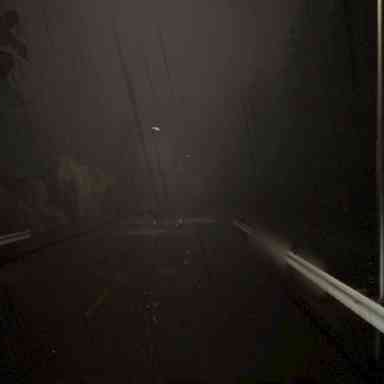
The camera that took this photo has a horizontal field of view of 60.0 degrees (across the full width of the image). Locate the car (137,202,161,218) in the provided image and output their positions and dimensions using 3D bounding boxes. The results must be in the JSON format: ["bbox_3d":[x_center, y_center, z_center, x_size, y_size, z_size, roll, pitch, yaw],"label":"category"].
[{"bbox_3d":[-4.024,1.643,32.005,2.033,1.411,5.357,0,0,0],"label":"car"}]

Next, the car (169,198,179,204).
[{"bbox_3d":[-3.776,1.905,69.762,1.882,1.535,5.008,0,0,0],"label":"car"}]
